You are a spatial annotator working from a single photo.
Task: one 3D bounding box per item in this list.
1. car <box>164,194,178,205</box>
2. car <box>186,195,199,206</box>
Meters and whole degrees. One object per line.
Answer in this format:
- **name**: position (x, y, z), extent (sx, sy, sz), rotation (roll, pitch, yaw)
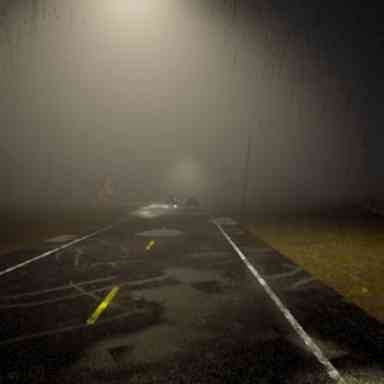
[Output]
- **car**: position (-3.554, 1.301, 55.990), extent (2.097, 1.767, 4.553), rotation (0, 0, 0)
- **car**: position (0.102, 1.516, 52.123), extent (1.994, 1.385, 4.181), rotation (0, 0, 0)
